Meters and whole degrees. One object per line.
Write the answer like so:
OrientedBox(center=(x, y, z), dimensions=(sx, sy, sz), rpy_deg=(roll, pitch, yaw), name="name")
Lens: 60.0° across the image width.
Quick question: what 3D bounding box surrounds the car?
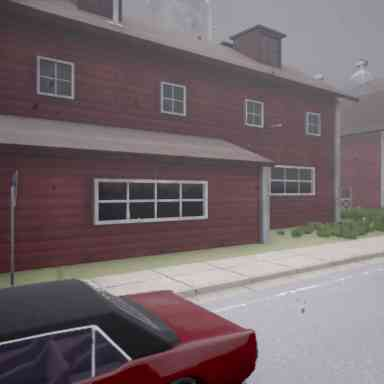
OrientedBox(center=(-1.751, 1.601, 2.824), dimensions=(4.718, 1.301, 1.895), rpy_deg=(0, 0, -34), name="car")
